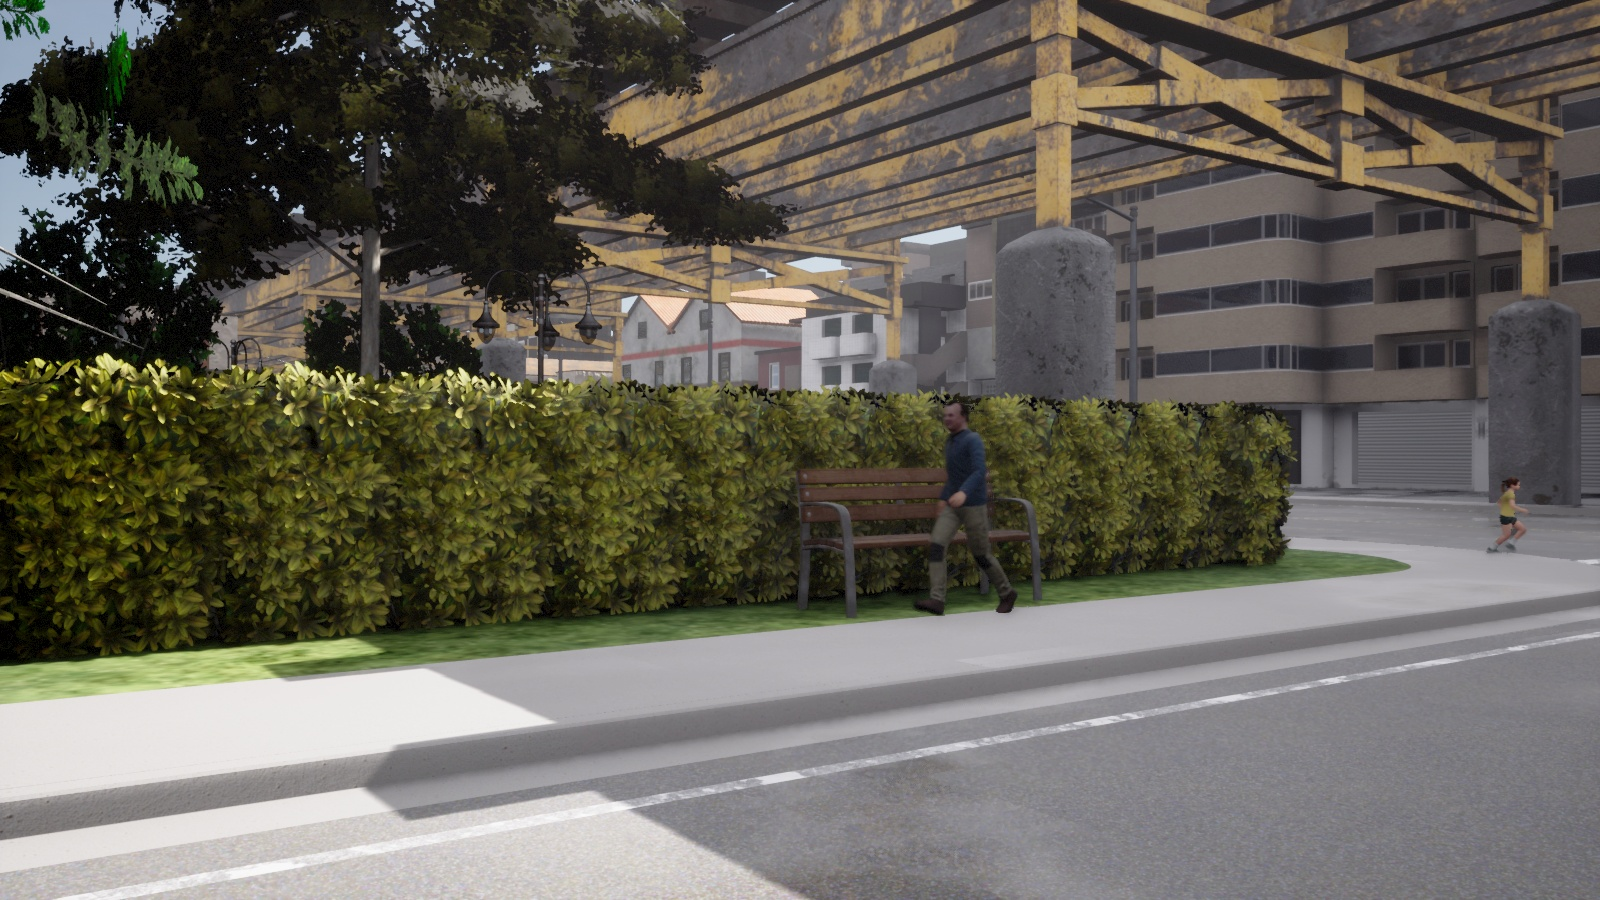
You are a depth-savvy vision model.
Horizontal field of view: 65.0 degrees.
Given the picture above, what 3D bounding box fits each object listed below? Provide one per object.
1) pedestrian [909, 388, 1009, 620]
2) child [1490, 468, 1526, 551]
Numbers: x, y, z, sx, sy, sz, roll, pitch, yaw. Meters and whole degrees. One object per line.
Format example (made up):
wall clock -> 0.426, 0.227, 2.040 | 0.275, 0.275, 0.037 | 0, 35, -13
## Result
pedestrian -> 1.314, 0.432, 10.363 | 0.726, 1.842, 0.402 | 0, 0, -34
child -> 9.575, 0.801, 16.994 | 0.394, 1.110, 0.255 | 0, 0, 24
